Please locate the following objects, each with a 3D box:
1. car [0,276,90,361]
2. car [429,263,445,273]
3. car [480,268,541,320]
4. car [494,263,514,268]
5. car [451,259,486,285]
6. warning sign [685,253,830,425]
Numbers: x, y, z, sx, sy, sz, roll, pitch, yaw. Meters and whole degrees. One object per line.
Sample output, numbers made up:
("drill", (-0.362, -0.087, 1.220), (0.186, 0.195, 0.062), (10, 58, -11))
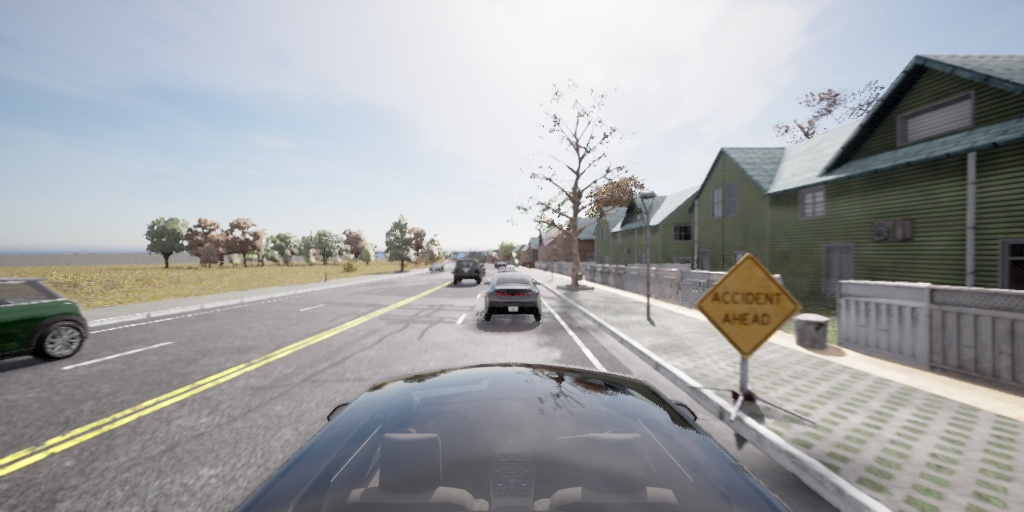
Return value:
("car", (-9.872, 1.141, 5.469), (2.097, 1.767, 4.553), (0, -1, 0))
("car", (-11.339, 1.781, 54.125), (2.128, 1.511, 4.902), (0, -1, -3))
("car", (0.010, 1.365, 13.203), (1.837, 1.490, 4.892), (0, 0, -1))
("car", (-0.562, 1.687, 36.097), (1.895, 1.301, 4.718), (0, -1, -2))
("car", (-3.586, 1.249, 29.980), (2.150, 2.045, 5.566), (0, 0, -2))
("warning sign", (2.849, 0.890, 4.423), (1.300, 1.860, 1.060), (0, 0, 0))
